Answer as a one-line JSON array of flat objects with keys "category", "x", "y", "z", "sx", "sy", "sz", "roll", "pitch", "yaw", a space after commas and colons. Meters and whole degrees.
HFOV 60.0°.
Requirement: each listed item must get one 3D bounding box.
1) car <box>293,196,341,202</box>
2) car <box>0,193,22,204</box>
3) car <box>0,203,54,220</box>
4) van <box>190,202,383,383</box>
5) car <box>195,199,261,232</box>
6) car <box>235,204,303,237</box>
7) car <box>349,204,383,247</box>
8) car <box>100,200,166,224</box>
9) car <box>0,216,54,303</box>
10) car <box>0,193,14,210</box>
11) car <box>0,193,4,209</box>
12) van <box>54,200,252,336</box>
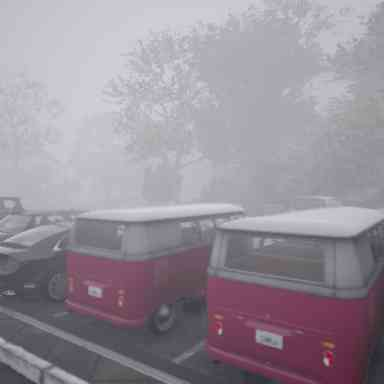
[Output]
[{"category": "car", "x": 6.888, "y": 1.239, "z": 17.742, "sx": 2.435, "sy": 2.045, "sz": 5.566, "roll": 0, "pitch": 0, "yaw": 35}, {"category": "car", "x": -9.450, "y": 1.217, "z": 13.242, "sx": 2.435, "sy": 2.045, "sz": 5.566, "roll": 0, "pitch": 0, "yaw": 35}, {"category": "car", "x": -4.846, "y": 1.354, "z": 10.041, "sx": 2.185, "sy": 1.767, "sz": 4.553, "roll": 0, "pitch": 0, "yaw": 35}, {"category": "van", "x": 2.056, "y": 1.270, "z": 5.236, "sx": 1.878, "sy": 1.987, "sz": 4.442, "roll": 0, "pitch": 0, "yaw": 35}, {"category": "car", "x": 2.364, "y": 1.354, "z": 20.962, "sx": 2.185, "sy": 1.767, "sz": 4.553, "roll": 0, "pitch": 0, "yaw": 35}, {"category": "car", "x": 4.593, "y": 1.514, "z": 19.304, "sx": 2.163, "sy": 1.488, "sz": 4.792, "roll": 0, "pitch": 0, "yaw": 35}, {"category": "car", "x": 9.241, "y": 1.492, "z": 16.261, "sx": 1.946, "sy": 1.575, "sz": 5.366, "roll": 0, "pitch": 0, "yaw": 35}, {"category": "car", "x": -4.436, "y": 1.464, "z": 25.769, "sx": 2.231, "sy": 1.521, "sz": 4.892, "roll": 0, "pitch": 0, "yaw": 35}, {"category": "car", "x": -2.584, "y": 1.486, "z": 8.386, "sx": 2.231, "sy": 1.521, "sz": 4.892, "roll": 0, "pitch": 0, "yaw": 35}, {"category": "car", "x": -25.010, "y": 1.162, "z": 40.360, "sx": 2.435, "sy": 2.045, "sz": 5.566, "roll": 0, "pitch": 0, "yaw": 35}, {"category": "car", "x": -27.179, "y": 1.157, "z": 41.903, "sx": 2.435, "sy": 2.045, "sz": 5.566, "roll": 0, "pitch": 0, "yaw": 35}, {"category": "van", "x": -0.228, "y": 1.264, "z": 6.861, "sx": 1.878, "sy": 1.987, "sz": 4.442, "roll": 0, "pitch": 0, "yaw": 35}]
